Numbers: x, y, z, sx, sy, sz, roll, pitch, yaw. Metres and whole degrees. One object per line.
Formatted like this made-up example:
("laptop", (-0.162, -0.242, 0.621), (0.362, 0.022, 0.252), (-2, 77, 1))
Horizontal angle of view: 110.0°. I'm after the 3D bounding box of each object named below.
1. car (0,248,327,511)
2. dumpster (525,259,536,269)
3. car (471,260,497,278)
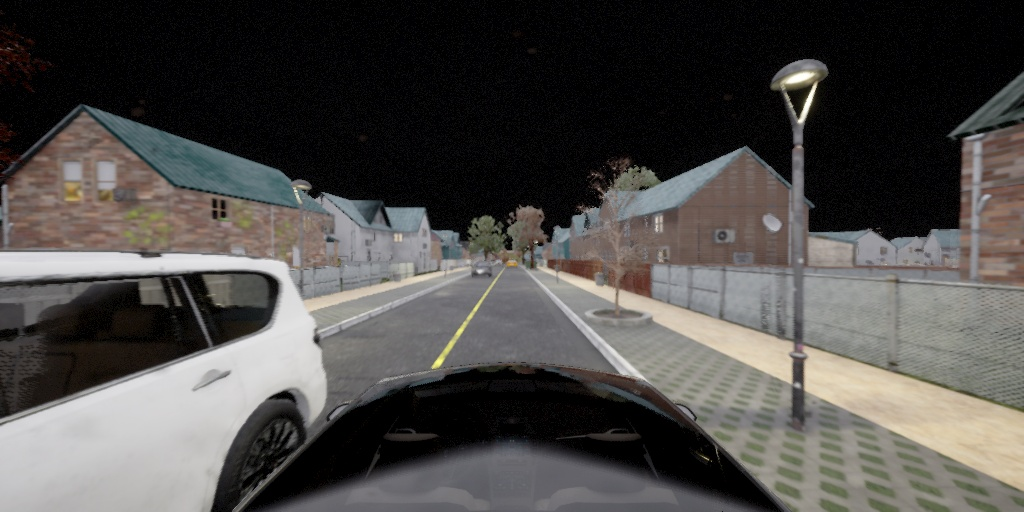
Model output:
("car", (-2.835, 0.976, 1.141), (2.150, 2.045, 5.566), (0, 0, 0))
("dumpster", (3.014, 1.301, 57.088), (1.020, 1.700, 1.940), (0, 0, 0))
("car", (-2.836, 1.276, 34.599), (2.128, 1.511, 4.902), (0, 0, 0))
